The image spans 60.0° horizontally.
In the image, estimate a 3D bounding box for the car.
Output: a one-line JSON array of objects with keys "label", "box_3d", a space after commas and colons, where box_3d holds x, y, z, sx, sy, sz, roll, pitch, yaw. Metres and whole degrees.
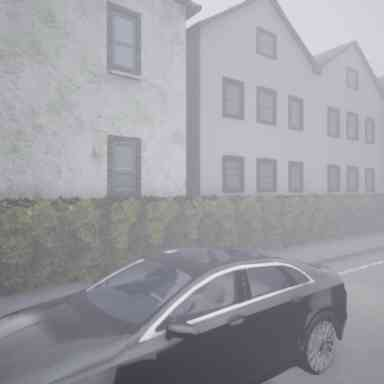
[{"label": "car", "box_3d": [-0.057, 1.487, 3.973, 4.902, 1.511, 2.128, 0, 0, -37]}]
